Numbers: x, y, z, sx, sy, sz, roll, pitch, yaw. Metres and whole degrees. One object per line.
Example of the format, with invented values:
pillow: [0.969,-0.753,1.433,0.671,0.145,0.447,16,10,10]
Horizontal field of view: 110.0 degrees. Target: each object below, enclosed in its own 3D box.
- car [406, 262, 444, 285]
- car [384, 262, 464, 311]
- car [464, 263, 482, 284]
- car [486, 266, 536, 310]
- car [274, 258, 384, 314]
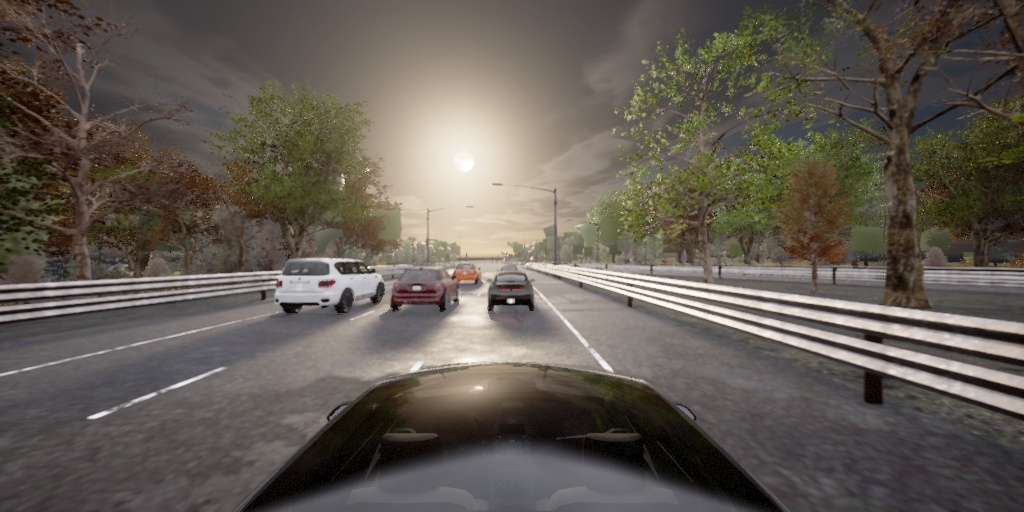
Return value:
car: [-7.257,1.392,30.423,2.097,1.767,4.553,0,-1,-1]
car: [-3.544,1.236,15.429,2.097,1.767,4.553,0,-1,0]
car: [-3.758,1.392,30.482,2.097,1.767,4.553,0,-1,-1]
car: [-0.044,1.393,15.530,1.837,1.490,4.892,0,0,0]
car: [-7.043,1.102,14.551,2.150,2.045,5.566,0,0,0]
